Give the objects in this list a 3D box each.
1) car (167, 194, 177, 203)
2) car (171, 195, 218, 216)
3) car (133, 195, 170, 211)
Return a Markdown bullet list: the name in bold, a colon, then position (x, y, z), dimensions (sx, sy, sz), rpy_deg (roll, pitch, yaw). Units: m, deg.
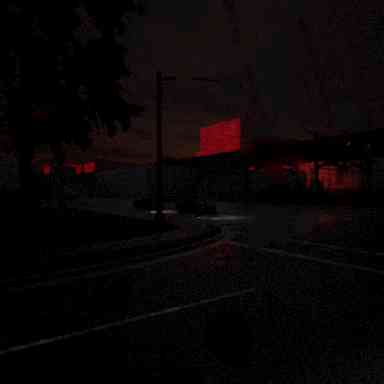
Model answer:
- **car**: position (-4.100, 1.135, 63.113), dimensions (2.097, 1.767, 4.553), rpy_deg (0, 0, -34)
- **car**: position (0.379, 1.358, 31.083), dimensions (1.882, 1.535, 5.008), rpy_deg (0, 0, -34)
- **car**: position (-5.150, 1.426, 39.361), dimensions (2.033, 1.411, 5.357), rpy_deg (0, 0, -33)
